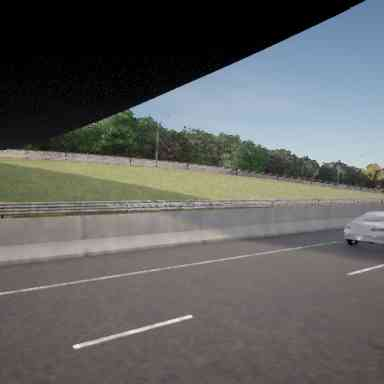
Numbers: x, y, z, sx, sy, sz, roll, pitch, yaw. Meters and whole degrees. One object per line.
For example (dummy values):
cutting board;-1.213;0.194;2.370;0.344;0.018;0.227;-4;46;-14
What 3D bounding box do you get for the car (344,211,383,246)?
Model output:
car;8.271;1.546;14.068;4.674;1.442;1.812;0;0;-36
